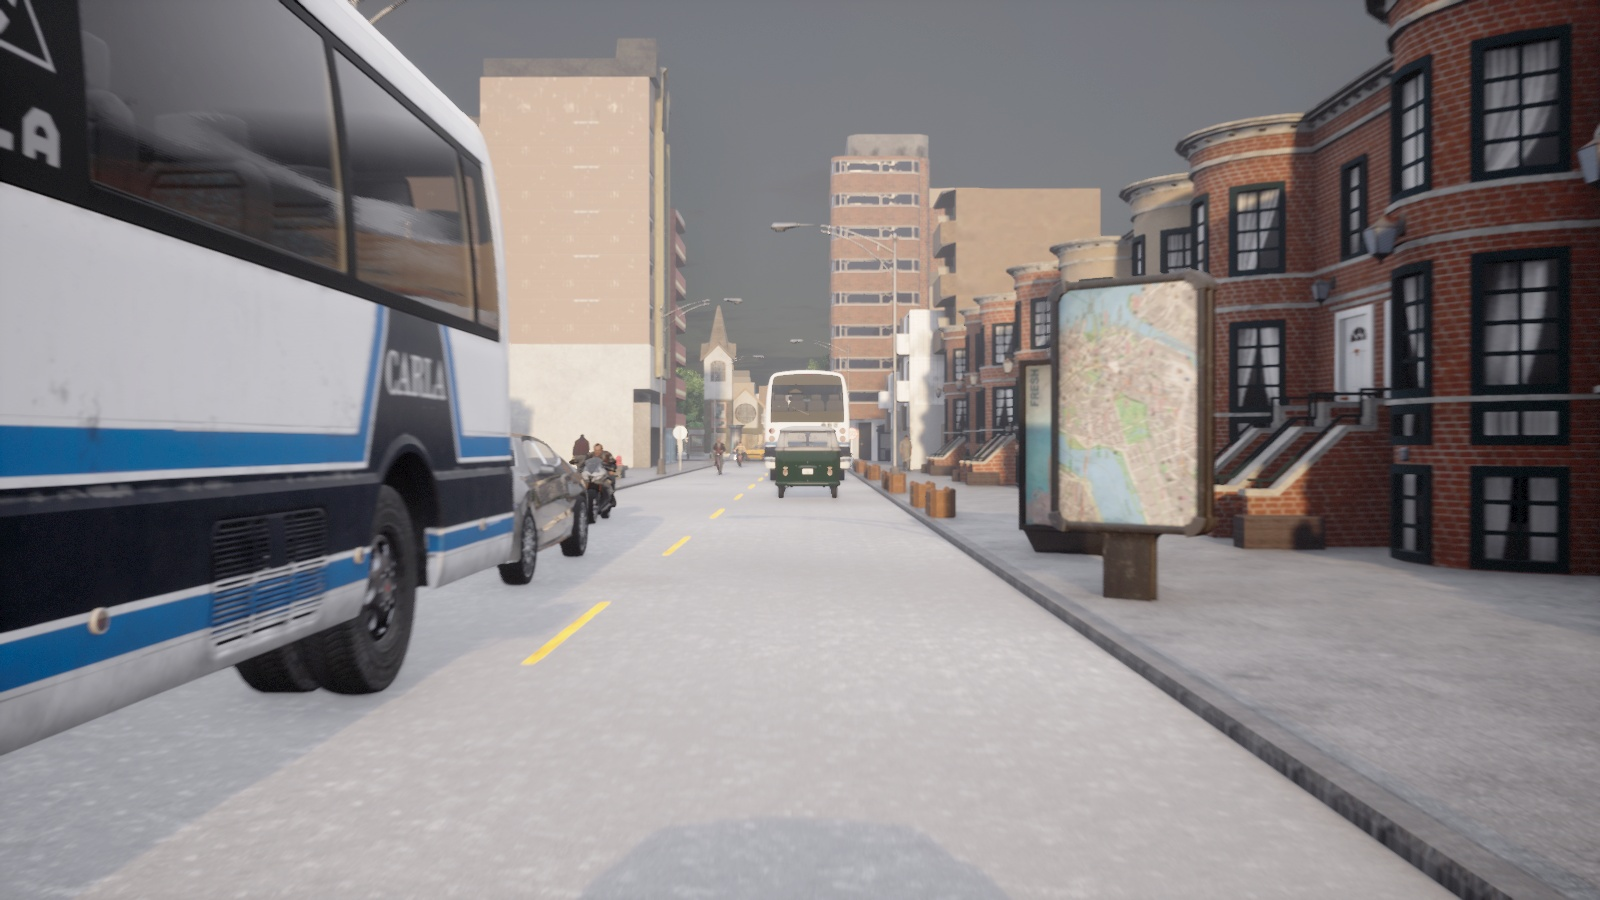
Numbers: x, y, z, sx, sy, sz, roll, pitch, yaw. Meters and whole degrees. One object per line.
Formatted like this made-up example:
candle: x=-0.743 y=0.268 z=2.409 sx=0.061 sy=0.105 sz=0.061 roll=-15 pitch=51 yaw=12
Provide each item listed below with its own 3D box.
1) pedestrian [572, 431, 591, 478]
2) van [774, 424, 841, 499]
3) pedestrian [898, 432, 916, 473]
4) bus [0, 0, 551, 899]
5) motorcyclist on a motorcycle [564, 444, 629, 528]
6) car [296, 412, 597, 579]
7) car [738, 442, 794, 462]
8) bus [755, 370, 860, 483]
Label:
pedestrian: x=-8.598 y=0.173 z=49.371 sx=0.634 sy=1.844 sz=0.899 roll=0 pitch=0 yaw=-3
van: x=0.216 y=0.301 z=35.454 sx=1.775 sy=1.987 sz=4.442 roll=0 pitch=0 yaw=0
pedestrian: x=5.204 y=0.119 z=60.942 sx=0.659 sy=1.952 sz=0.873 roll=0 pitch=0 yaw=-11
bus: x=-3.957 y=-0.659 z=4.731 sx=3.944 sy=4.253 sz=10.273 roll=0 pitch=0 yaw=0
motorcyclist on a motorcycle: x=-3.849 y=0.645 z=23.889 sx=0.866 sy=1.530 sz=2.191 roll=0 pitch=0 yaw=0
car: x=-3.901 y=0.438 z=14.925 sx=2.152 sy=1.651 sz=5.027 roll=0 pitch=0 yaw=0
car: x=-2.696 y=0.137 z=97.946 sx=1.801 sy=1.575 sz=5.366 roll=0 pitch=1 yaw=-34
bus: x=0.302 y=-0.924 z=52.567 sx=3.944 sy=4.253 sz=10.273 roll=0 pitch=0 yaw=0
